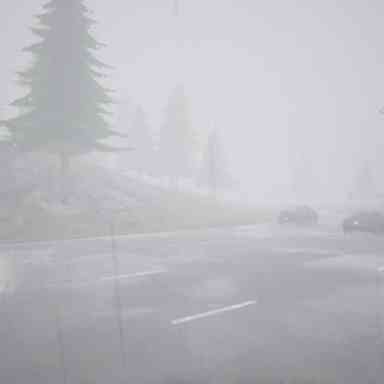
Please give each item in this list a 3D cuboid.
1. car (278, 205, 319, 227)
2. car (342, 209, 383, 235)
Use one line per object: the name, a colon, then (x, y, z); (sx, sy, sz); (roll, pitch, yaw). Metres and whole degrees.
car: (7.952, 1.717, 24.768); (1.812, 1.442, 4.674); (0, 0, 38)
car: (11.003, 1.754, 20.197); (4.181, 1.385, 1.994); (1, 0, -36)
